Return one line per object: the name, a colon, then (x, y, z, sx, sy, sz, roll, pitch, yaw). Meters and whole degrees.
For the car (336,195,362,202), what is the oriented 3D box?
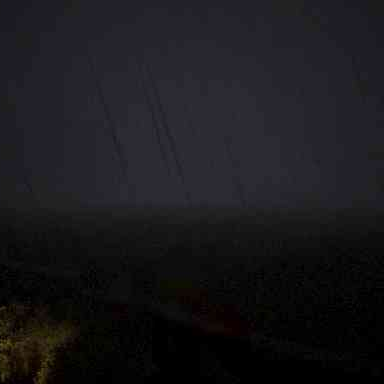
car: (33.534, 1.479, 71.815, 4.611, 1.667, 2.242, 1, 0, 35)
